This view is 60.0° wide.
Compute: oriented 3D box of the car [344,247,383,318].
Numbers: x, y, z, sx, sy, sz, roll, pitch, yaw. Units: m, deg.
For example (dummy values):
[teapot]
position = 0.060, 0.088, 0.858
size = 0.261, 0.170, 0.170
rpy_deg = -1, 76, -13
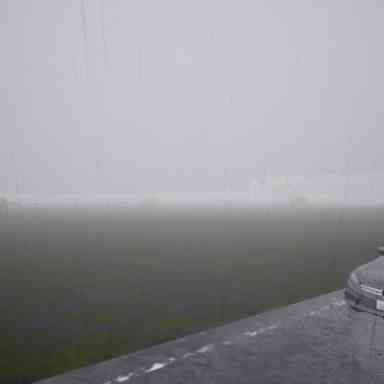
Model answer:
[car]
position = 4.959, 1.556, 6.593
size = 4.674, 1.442, 1.812
rpy_deg = 0, 0, -35
